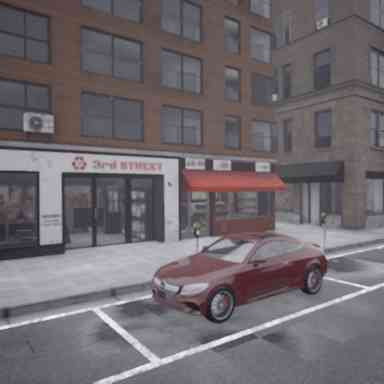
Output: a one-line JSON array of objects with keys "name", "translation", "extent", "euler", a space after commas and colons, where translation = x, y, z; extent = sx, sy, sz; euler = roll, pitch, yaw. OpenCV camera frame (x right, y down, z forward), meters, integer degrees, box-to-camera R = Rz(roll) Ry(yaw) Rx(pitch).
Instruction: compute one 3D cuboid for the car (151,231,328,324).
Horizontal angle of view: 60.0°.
[{"name": "car", "translation": [1.177, 1.536, 7.011], "extent": [4.206, 1.307, 1.802], "euler": [-1, 0, -35]}]
